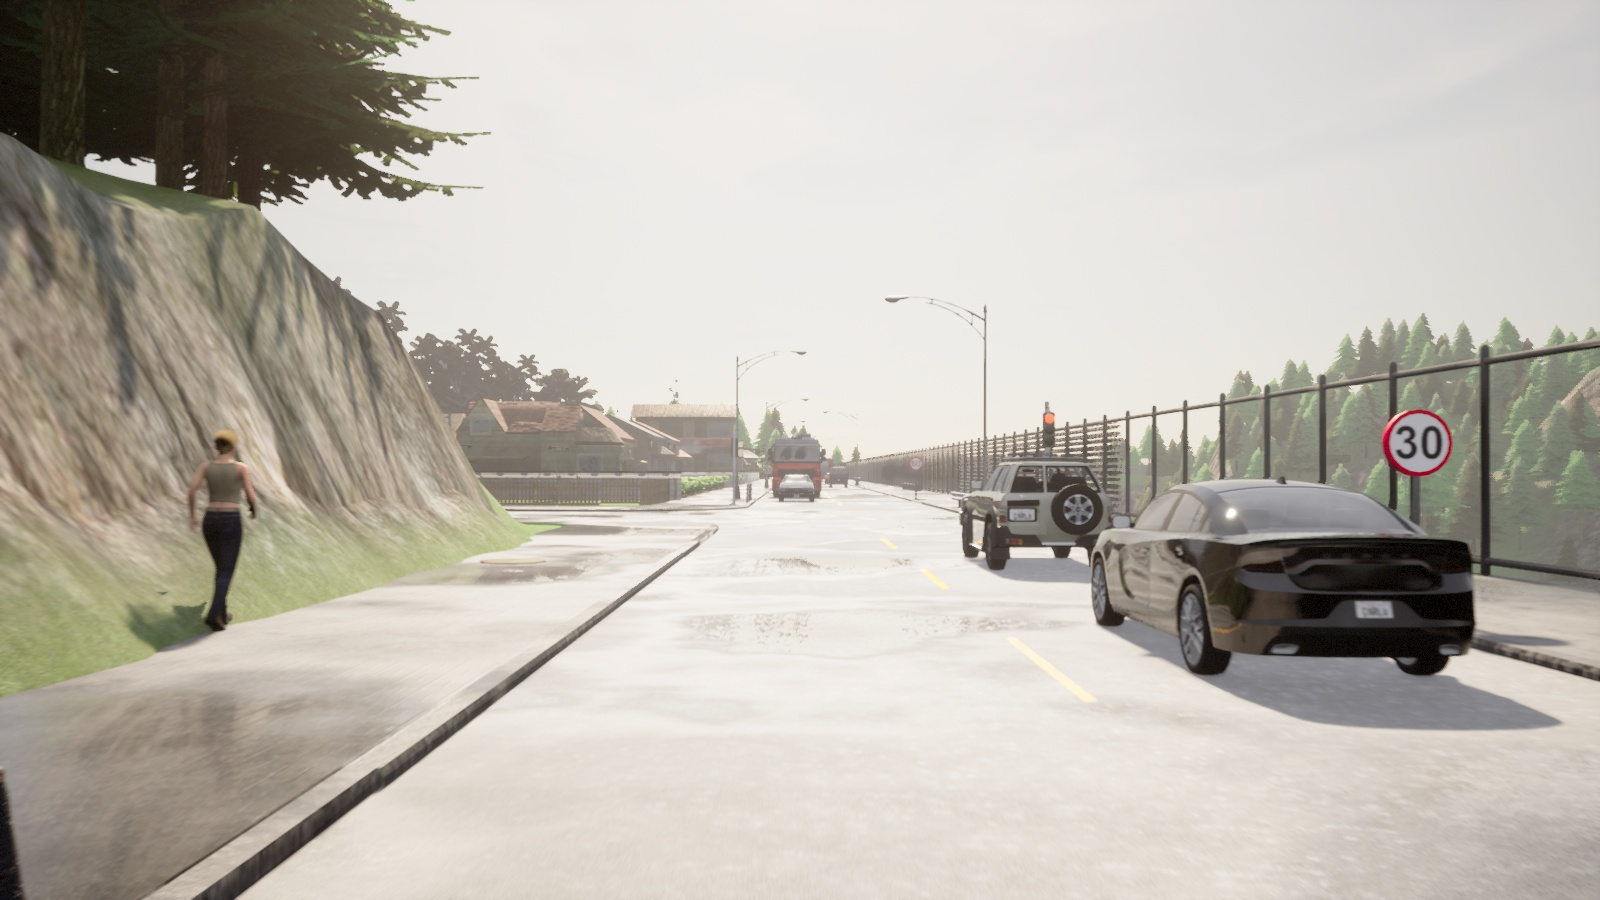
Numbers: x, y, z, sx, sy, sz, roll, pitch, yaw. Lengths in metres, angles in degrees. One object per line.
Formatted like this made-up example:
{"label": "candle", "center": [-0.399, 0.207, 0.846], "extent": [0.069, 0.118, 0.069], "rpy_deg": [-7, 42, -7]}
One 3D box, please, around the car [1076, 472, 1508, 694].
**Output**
{"label": "car", "center": [3.972, 0.965, 11.242], "extent": [1.882, 1.535, 5.008], "rpy_deg": [0, -1, 0]}

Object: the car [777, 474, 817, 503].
{"label": "car", "center": [-0.158, 1.955, 65.236], "extent": [2.033, 1.411, 5.357], "rpy_deg": [0, -1, 0]}

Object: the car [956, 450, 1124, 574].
{"label": "car", "center": [3.914, 0.972, 21.266], "extent": [1.932, 1.855, 4.605], "rpy_deg": [0, -1, 0]}

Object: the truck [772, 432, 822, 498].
{"label": "truck", "center": [-0.192, 0.939, 76.966], "extent": [2.891, 3.827, 8.468], "rpy_deg": [0, -1, 0]}

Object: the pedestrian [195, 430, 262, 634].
{"label": "pedestrian", "center": [-5.283, 0.740, 11.620], "extent": [0.345, 1.836, 0.594], "rpy_deg": [0, -1, 0]}
